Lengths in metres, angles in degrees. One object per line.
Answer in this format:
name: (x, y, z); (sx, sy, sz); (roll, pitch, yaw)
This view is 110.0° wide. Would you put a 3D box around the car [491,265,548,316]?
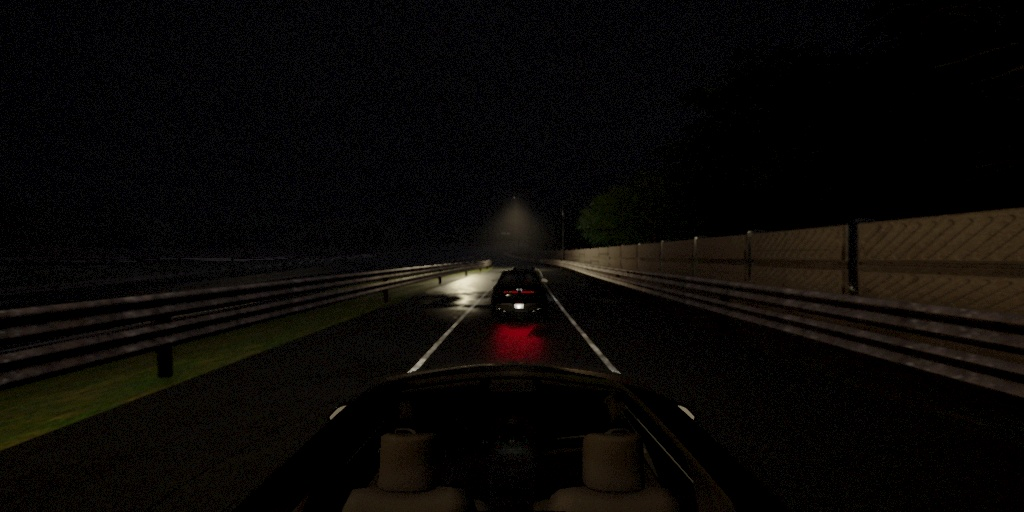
car: (0.287, 1.268, 13.432); (1.837, 1.490, 4.892); (0, 1, 2)
